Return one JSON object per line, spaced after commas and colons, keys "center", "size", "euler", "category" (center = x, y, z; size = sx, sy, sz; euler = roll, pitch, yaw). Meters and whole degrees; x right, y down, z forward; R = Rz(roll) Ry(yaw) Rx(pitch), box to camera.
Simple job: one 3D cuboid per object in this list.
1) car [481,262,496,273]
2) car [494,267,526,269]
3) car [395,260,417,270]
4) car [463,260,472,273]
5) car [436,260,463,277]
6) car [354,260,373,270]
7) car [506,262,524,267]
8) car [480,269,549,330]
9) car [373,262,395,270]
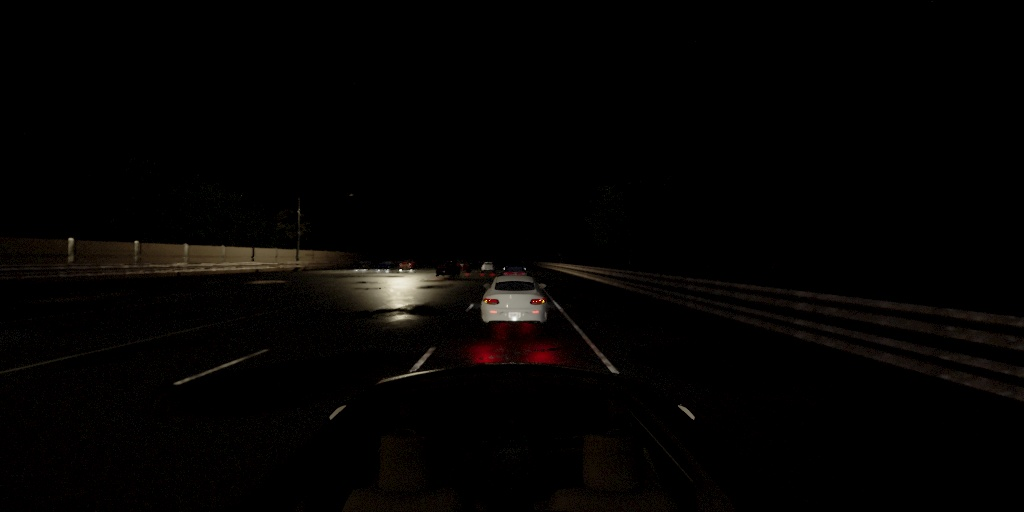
{"center": [-3.228, 1.565, 49.857], "size": [1.812, 1.442, 4.674], "euler": [0, -1, -1], "category": "car"}
{"center": [0.139, 1.399, 18.000], "size": [1.895, 1.301, 4.718], "euler": [0, 0, 1], "category": "car"}
{"center": [-17.488, 1.397, 60.507], "size": [2.097, 1.767, 4.553], "euler": [0, -1, -1], "category": "car"}
{"center": [-6.731, 1.367, 49.713], "size": [2.097, 1.767, 4.553], "euler": [0, 0, 0], "category": "car"}
{"center": [-6.670, 1.381, 37.722], "size": [1.882, 1.535, 5.008], "euler": [0, 0, 0], "category": "car"}
{"center": [-24.478, 1.466, 59.902], "size": [2.033, 1.411, 5.357], "euler": [0, 2, 0], "category": "car"}
{"center": [0.216, 1.443, 29.400], "size": [1.994, 1.385, 4.181], "euler": [0, -1, 0], "category": "car"}
{"center": [0.081, 1.289, 11.077], "size": [1.812, 1.442, 4.674], "euler": [0, 0, 0], "category": "car"}
{"center": [-20.976, 1.618, 60.086], "size": [1.895, 1.301, 4.718], "euler": [0, -1, 0], "category": "car"}
